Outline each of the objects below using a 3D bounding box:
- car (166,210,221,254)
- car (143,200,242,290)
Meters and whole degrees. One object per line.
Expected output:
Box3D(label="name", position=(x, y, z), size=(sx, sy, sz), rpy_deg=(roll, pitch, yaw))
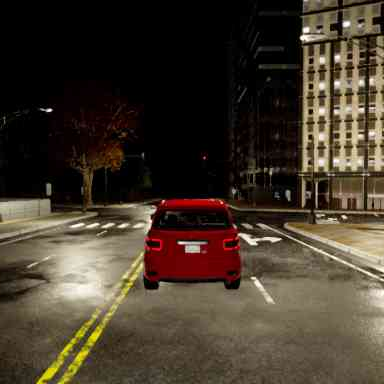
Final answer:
Box3D(label="car", position=(0.062, 1.559, 14.154), size=(1.994, 1.385, 4.181), rpy_deg=(0, 0, 0))
Box3D(label="car", position=(-0.023, 1.217, 9.215), size=(2.150, 2.045, 5.566), rpy_deg=(0, 0, -1))
